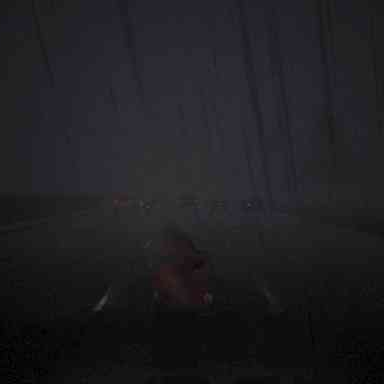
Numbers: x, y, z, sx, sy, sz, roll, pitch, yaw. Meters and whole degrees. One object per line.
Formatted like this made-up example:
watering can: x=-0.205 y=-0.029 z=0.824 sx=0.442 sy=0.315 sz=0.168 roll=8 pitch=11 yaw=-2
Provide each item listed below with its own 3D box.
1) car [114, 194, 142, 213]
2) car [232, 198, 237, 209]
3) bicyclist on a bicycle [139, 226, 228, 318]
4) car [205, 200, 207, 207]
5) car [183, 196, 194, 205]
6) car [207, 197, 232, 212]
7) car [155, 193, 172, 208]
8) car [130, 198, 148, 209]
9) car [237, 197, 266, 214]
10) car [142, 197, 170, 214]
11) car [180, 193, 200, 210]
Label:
car: x=-7.341 y=1.221 z=37.700 sx=2.150 sy=2.045 sz=5.566 roll=0 pitch=0 yaw=-1
car: x=6.486 y=1.547 z=45.495 sx=2.033 sy=1.411 sz=5.357 roll=0 pitch=0 yaw=0
bicyclist on a bicycle: x=-0.186 y=1.454 z=6.038 sx=1.656 sy=1.620 sz=0.582 roll=-1 pitch=0 yaw=11
car: x=2.983 y=1.505 z=48.063 sx=1.837 sy=1.490 sz=4.892 roll=0 pitch=0 yaw=0
car: x=-0.583 y=1.477 z=58.161 sx=1.882 sy=1.535 sz=5.008 roll=0 pitch=0 yaw=-1
car: x=3.123 y=1.505 z=38.650 sx=1.837 sy=1.490 sz=4.892 roll=0 pitch=0 yaw=0
car: x=-4.023 y=1.221 z=46.364 sx=2.150 sy=2.045 sz=5.566 roll=0 pitch=0 yaw=0
car: x=-7.510 y=1.601 z=47.463 sx=1.895 sy=1.301 sz=4.718 roll=0 pitch=0 yaw=0
car: x=6.607 y=1.352 z=36.184 sx=2.097 sy=1.767 sz=4.553 roll=0 pitch=0 yaw=0
car: x=-3.825 y=1.547 z=36.120 sx=2.033 sy=1.411 sz=5.357 roll=0 pitch=0 yaw=0
car: x=-0.405 y=1.221 z=43.179 sx=2.150 sy=2.045 sz=5.566 roll=0 pitch=0 yaw=-1
